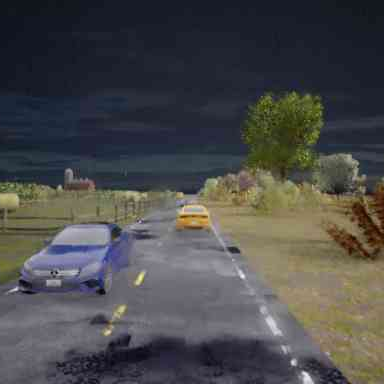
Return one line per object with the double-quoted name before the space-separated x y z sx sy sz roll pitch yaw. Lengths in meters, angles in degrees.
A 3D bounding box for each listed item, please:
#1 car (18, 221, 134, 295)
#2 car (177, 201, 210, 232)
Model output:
"car" -2.749 1.563 8.941 1.812 1.442 4.674 0 0 0
"car" 0.102 1.569 20.787 1.882 1.535 5.008 0 0 0
